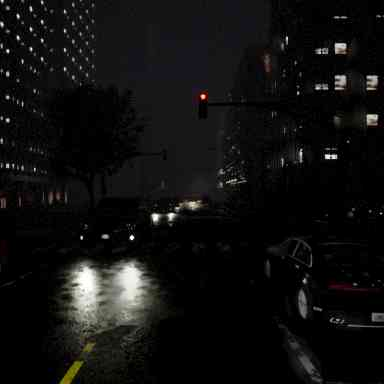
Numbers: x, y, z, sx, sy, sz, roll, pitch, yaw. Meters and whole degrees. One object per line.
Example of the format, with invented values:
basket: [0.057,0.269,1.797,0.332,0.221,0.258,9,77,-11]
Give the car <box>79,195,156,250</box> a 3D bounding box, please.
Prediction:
car: [-3.076,1.224,14.587,2.150,2.045,5.566,0,0,0]

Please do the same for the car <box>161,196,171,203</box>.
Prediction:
car: [-5.581,1.627,72.468,1.947,1.339,4.313,0,0,0]

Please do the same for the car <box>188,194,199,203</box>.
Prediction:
car: [0.104,1.581,69.058,1.812,1.442,4.674,0,0,0]

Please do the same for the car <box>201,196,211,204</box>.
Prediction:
car: [2.792,1.578,67.101,1.752,1.417,4.829,0,0,0]

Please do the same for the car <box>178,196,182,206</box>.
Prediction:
car: [-3.010,1.511,52.244,1.882,1.535,5.008,0,0,0]

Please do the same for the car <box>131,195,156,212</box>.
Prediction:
car: [-5.632,1.336,39.330,2.192,1.841,5.009,0,0,0]

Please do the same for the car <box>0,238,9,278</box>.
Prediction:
car: [-5.680,1.545,6.942,1.887,1.381,4.507,0,0,0]

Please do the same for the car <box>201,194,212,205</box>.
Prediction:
car: [2.783,1.610,61.408,1.947,1.339,4.313,0,0,0]

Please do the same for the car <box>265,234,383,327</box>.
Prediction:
car: [2.700,1.551,6.929,2.008,1.369,4.403,0,0,0]

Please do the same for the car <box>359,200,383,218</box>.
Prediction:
car: [15.473,0.994,23.757,5.566,2.045,2.150,-1,0,0]

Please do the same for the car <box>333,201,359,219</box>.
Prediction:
car: [13.466,1.350,26.318,4.403,1.369,2.008,-1,1,0]

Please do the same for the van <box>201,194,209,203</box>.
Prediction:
van: [2.799,1.402,72.455,1.690,1.788,3.998,0,0,0]

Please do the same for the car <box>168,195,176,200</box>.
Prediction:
car: [-5.548,1.654,94.558,2.008,1.369,4.403,0,0,0]

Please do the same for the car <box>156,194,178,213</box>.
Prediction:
car: [-3.043,1.372,37.331,2.097,1.767,4.553,0,0,0]

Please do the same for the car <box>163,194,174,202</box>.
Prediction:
car: [-5.573,1.386,77.990,2.192,1.841,5.009,0,0,0]

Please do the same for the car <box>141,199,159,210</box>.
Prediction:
car: [-5.623,1.592,44.853,1.947,1.339,4.313,0,0,0]
